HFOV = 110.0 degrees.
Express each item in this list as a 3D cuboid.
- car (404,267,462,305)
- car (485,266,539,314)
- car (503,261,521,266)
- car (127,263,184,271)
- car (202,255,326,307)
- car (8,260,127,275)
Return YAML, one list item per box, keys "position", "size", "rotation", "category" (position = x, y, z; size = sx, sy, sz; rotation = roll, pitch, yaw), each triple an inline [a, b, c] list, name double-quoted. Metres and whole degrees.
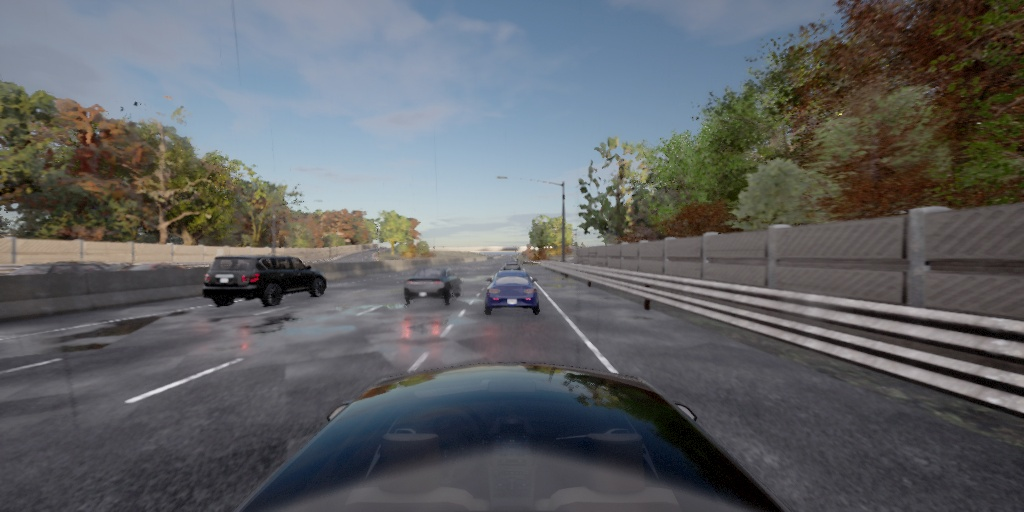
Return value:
- position: [-3.389, 1.248, 16.059]
  size: [2.128, 1.511, 4.902]
  rotation: [0, 0, 0]
  category: "car"
- position: [0.006, 1.280, 13.703]
  size: [1.812, 1.442, 4.674]
  rotation: [0, 0, 0]
  category: "car"
- position: [0.021, 1.283, 39.664]
  size: [2.128, 1.511, 4.902]
  rotation: [0, 0, 0]
  category: "car"
- position: [-24.578, 1.244, 24.330]
  size: [1.882, 1.535, 5.008]
  rotation: [0, 0, 0]
  category: "car"
- position: [-10.390, 0.977, 15.632]
  size: [2.150, 2.045, 5.566]
  rotation: [0, 0, 0]
  category: "car"
- position: [-21.079, 1.108, 16.231]
  size: [2.097, 1.767, 4.553]
  rotation: [0, 0, 0]
  category: "car"
